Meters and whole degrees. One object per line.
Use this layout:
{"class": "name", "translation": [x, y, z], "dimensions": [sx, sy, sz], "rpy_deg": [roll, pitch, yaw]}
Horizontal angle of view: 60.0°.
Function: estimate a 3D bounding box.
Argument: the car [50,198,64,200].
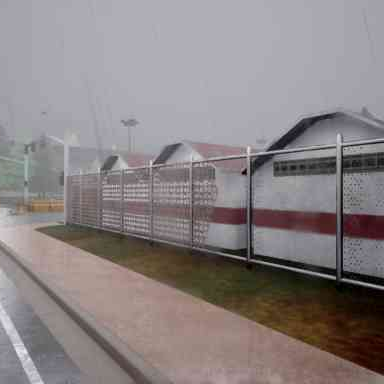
{"class": "car", "translation": [-17.244, 1.505, 42.245], "dimensions": [4.892, 1.490, 1.837], "rpy_deg": [0, 0, -39]}
